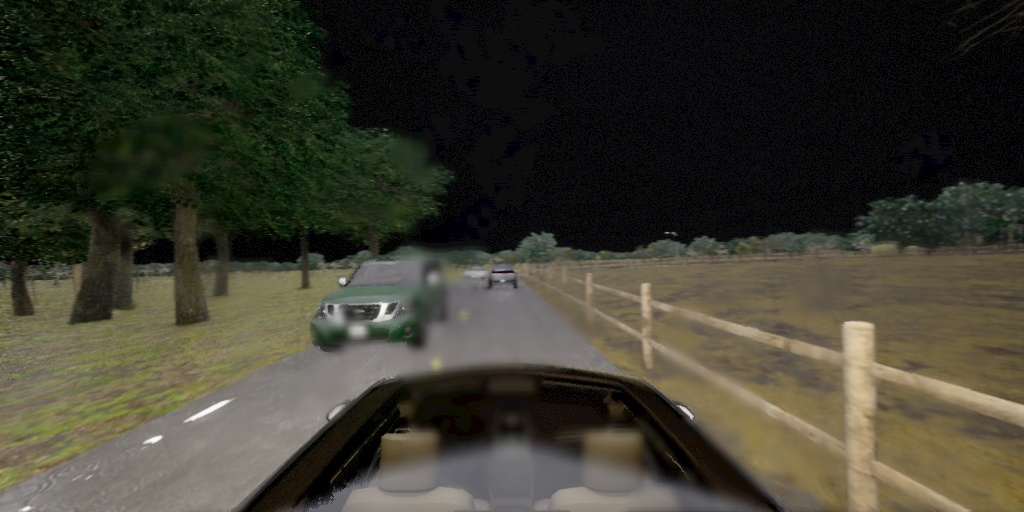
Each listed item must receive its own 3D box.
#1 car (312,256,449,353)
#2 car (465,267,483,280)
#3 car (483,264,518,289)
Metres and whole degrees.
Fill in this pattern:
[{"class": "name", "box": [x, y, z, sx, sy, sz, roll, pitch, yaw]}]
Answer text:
[{"class": "car", "box": [-3.041, 1.054, 9.606, 2.150, 2.045, 5.566, -1, 1, -2]}, {"class": "car", "box": [-3.597, 1.741, 36.349, 1.895, 1.301, 4.718, -2, -1, 1]}, {"class": "car", "box": [-0.638, 1.362, 24.347, 2.128, 1.511, 4.902, -1, -1, -2]}]
